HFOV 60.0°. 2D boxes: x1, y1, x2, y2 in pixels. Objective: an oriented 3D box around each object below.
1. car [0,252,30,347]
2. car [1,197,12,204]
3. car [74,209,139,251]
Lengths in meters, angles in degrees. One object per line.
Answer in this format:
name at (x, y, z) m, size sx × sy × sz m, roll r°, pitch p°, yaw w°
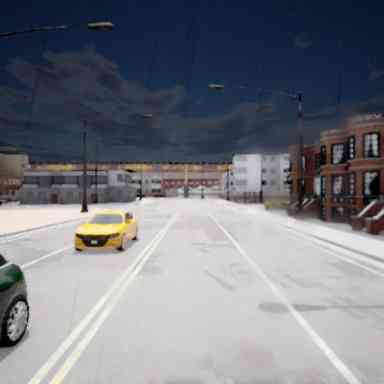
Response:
car at (-3.596, 1.366, 3.311) m, size 2.097 × 1.767 × 4.553 m, roll 0°, pitch 0°, yaw 0°
car at (-45.793, 2.164, 79.171) m, size 3.806 × 1.475 × 1.970 m, roll -1°, pitch 0°, yaw -1°
car at (-3.557, 1.554, 14.620) m, size 1.882 × 1.535 × 5.008 m, roll 0°, pitch 0°, yaw 0°
